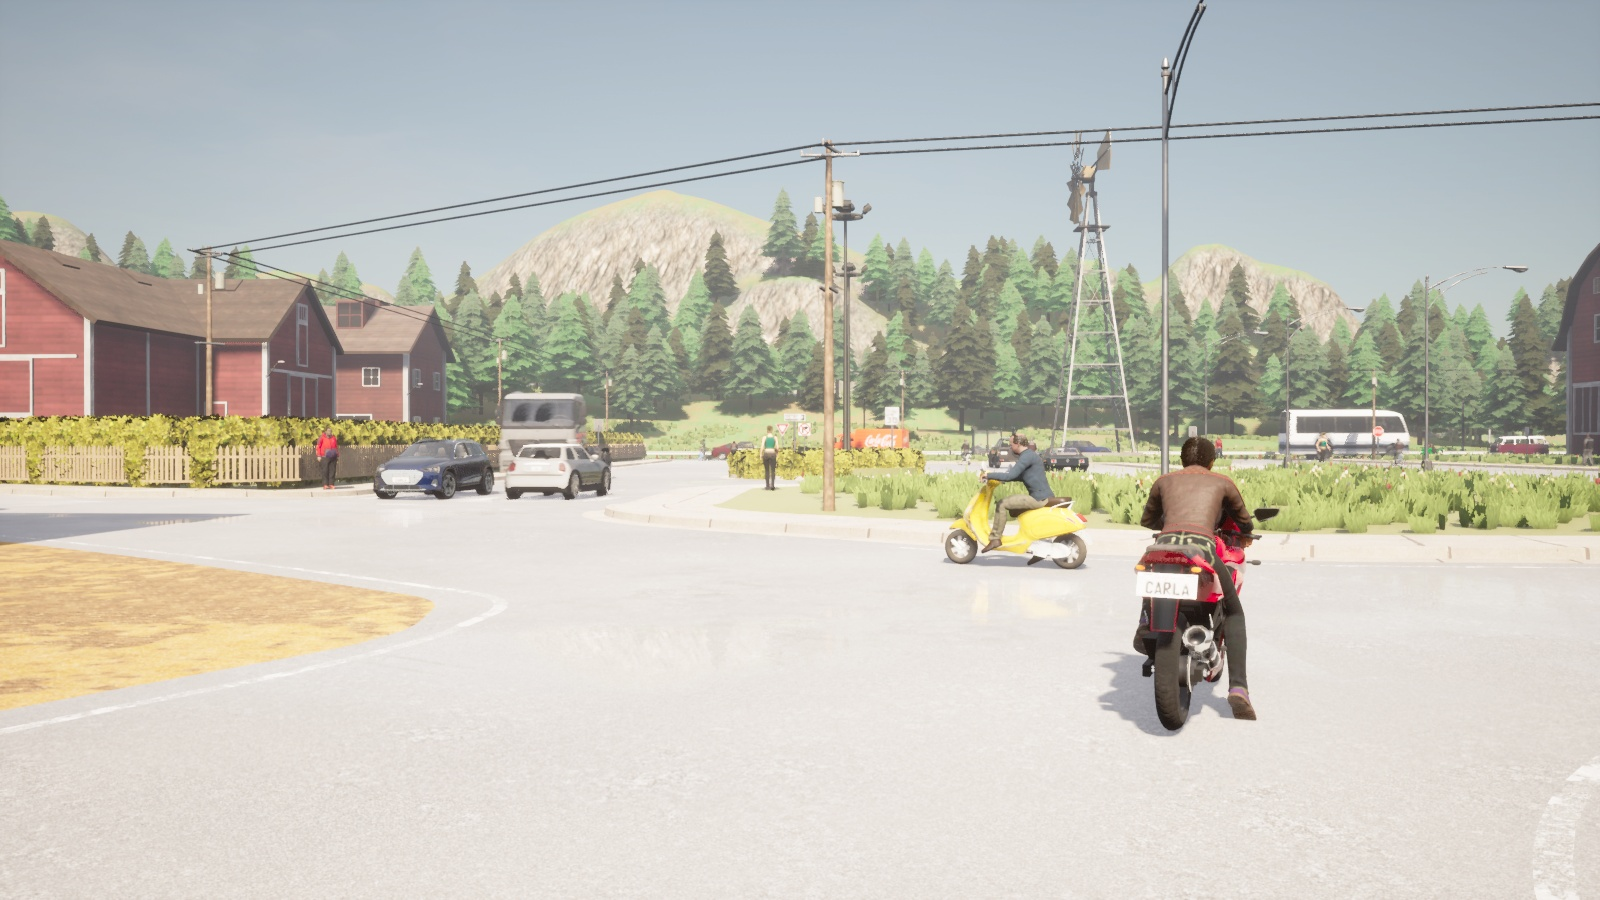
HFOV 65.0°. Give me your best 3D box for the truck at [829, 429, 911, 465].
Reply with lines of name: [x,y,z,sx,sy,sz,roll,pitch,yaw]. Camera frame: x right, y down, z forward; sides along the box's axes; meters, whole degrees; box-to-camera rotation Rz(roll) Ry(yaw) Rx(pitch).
truck: [4.887,-0.231,87.901,5.204,2.467,2.627,0,0,18]

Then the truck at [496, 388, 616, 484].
truck: [-9.378,-0.521,49.232,2.891,3.462,7.936,0,0,2]

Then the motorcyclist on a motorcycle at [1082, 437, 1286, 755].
motorcyclist on a motorcycle: [2.227,0.687,7.090,0.797,1.523,2.044,0,1,26]

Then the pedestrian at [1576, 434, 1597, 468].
pedestrian: [43.348,0.043,69.196,0.563,1.883,0.849,0,0,-8]

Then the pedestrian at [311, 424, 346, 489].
pedestrian: [-13.638,0.186,36.309,0.899,1.844,0.634,0,0,44]

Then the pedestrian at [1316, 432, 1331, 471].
pedestrian: [24.816,0.086,59.526,0.345,1.836,0.594,0,0,-21]

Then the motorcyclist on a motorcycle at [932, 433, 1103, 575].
motorcyclist on a motorcycle: [2.569,0.598,14.846,1.817,1.590,0.866,0,1,27]

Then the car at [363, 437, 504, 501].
car: [-10.056,0.470,34.895,2.033,1.649,4.856,0,0,7]

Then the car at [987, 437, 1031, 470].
car: [12.268,0.157,74.025,1.932,1.855,4.605,0,1,2]

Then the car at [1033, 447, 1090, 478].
car: [11.755,0.536,56.652,1.895,1.301,4.718,0,0,4]

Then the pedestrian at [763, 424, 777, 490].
pedestrian: [-0.843,0.202,35.332,0.345,1.836,0.594,0,0,1]

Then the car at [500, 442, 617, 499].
car: [-6.558,0.512,34.522,1.970,1.475,3.806,0,0,9]
